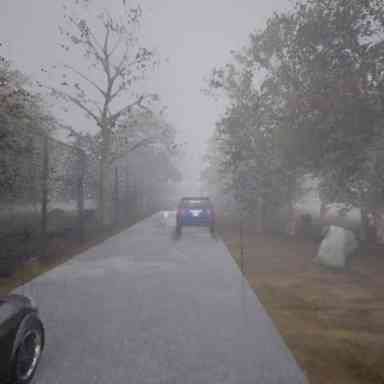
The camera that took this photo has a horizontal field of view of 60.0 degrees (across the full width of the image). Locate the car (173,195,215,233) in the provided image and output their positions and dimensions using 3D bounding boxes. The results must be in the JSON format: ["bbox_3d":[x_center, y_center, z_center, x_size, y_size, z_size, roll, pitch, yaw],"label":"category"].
[{"bbox_3d":[0.198,1.272,20.096,2.150,2.045,5.566,0,0,0],"label":"car"}]

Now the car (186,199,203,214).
[{"bbox_3d":[0.262,1.604,38.709,1.882,1.535,5.008,0,0,0],"label":"car"}]

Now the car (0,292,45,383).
[{"bbox_3d":[-2.845,1.565,2.514,1.994,1.385,4.181,0,0,0],"label":"car"}]

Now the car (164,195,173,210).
[{"bbox_3d":[-2.535,1.465,46.071,2.150,2.045,5.566,0,0,0],"label":"car"}]
